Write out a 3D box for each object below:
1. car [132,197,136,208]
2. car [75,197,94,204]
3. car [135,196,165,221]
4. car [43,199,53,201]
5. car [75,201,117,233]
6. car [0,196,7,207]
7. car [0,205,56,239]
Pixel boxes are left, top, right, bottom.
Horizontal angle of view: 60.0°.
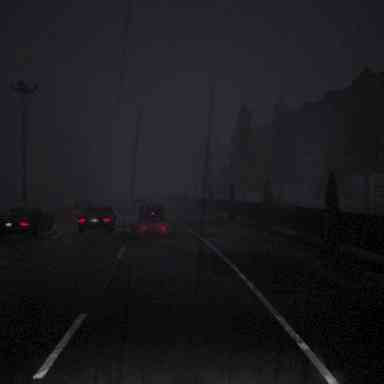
[{"bbox_3d":[-7.025,1.354,45.251,1.837,1.490,4.892,0,0,-11],"label":"car"},{"bbox_3d":[-13.431,1.369,41.587,2.128,1.511,4.902,0,0,-11],"label":"car"},{"bbox_3d":[-3.301,1.388,26.476,1.882,1.535,5.008,0,0,-11],"label":"car"},{"bbox_3d":[-22.696,1.427,51.627,1.994,1.385,4.181,0,0,-11],"label":"car"},{"bbox_3d":[-5.418,1.489,19.330,2.033,1.411,5.357,0,0,-11],"label":"car"},{"bbox_3d":[-29.303,1.380,48.918,2.128,1.511,4.902,0,0,-11],"label":"car"},{"bbox_3d":[-8.588,1.503,17.288,2.033,1.411,5.357,0,0,-10],"label":"car"}]
